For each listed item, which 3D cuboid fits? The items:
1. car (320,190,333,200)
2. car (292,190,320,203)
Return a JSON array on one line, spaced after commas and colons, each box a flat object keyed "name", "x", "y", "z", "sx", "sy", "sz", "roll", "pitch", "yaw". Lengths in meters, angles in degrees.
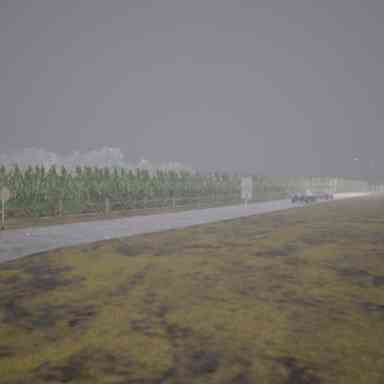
[{"name": "car", "x": 20.792, "y": 0.400, "z": 52.233, "sx": 2.128, "sy": 1.511, "sz": 4.902, "roll": 1, "pitch": 2, "yaw": 36}, {"name": "car", "x": 14.907, "y": 0.492, "z": 43.986, "sx": 2.097, "sy": 1.767, "sz": 4.553, "roll": 1, "pitch": 2, "yaw": 36}]
